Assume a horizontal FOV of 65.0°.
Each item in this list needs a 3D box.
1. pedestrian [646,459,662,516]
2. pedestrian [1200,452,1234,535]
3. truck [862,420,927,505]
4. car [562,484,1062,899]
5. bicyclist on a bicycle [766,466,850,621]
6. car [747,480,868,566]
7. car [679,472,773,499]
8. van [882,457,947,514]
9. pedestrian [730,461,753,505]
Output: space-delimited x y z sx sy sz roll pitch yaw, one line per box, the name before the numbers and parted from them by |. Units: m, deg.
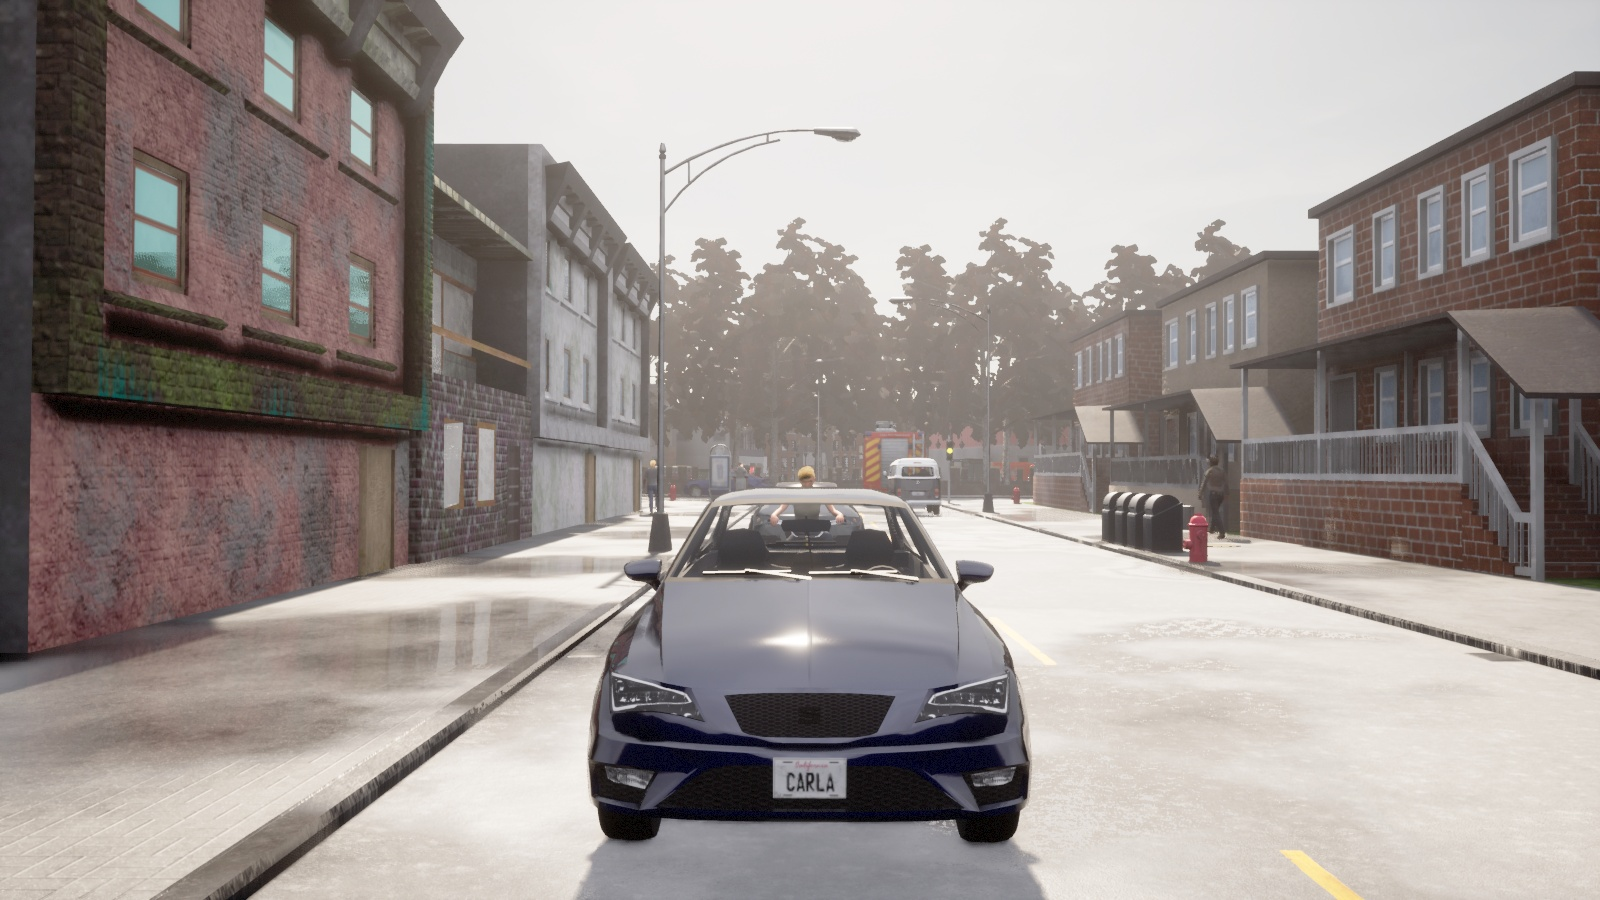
pedestrian | -4.782 1.233 41.157 0.354 1.836 0.706 0 -1 10
pedestrian | 9.189 0.952 27.713 0.328 1.805 0.869 0 -1 -9
truck | 4.495 0.649 60.778 2.891 3.827 8.468 0 -1 3
car | 0.049 0.940 6.673 1.816 1.474 4.193 0 -1 0
bicyclist on a bicycle | 0.084 0.983 13.839 0.866 1.612 1.509 0 -1 0
car | 0.126 1.261 22.824 1.994 1.385 4.181 0 -1 0
car | -4.194 2.003 71.276 5.008 1.535 1.882 0 -1 12
van | 4.241 1.309 47.165 2.069 2.038 4.480 0 -1 0
pedestrian | -2.636 1.478 56.317 0.659 1.952 0.873 -1 -1 28
